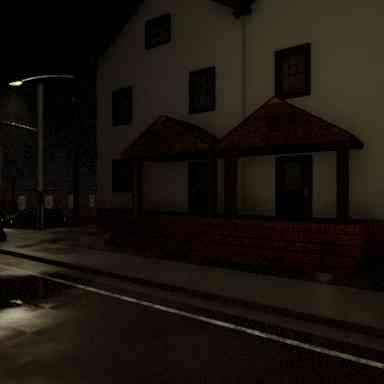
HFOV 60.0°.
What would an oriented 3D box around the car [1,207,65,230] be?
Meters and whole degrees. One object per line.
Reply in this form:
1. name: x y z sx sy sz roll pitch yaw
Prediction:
1. car: -14.227 2.400 30.139 2.150 2.045 5.566 0 -9 36
